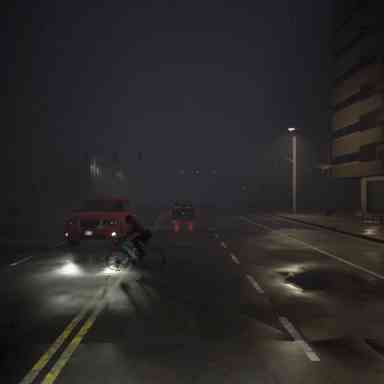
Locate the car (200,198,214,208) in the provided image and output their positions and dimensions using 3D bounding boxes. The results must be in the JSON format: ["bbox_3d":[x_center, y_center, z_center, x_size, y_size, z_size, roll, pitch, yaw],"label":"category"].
[{"bbox_3d":[2.151,1.547,48.476,2.033,1.411,5.357,0,0,-3],"label":"car"}]

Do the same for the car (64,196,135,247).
[{"bbox_3d":[-4.025,1.222,15.507,2.150,2.045,5.566,0,0,-1],"label":"car"}]

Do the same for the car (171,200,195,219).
[{"bbox_3d":[-0.799,1.491,29.441,2.128,1.511,4.902,0,0,-3],"label":"car"}]

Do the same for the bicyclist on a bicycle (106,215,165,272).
[{"bbox_3d":[-1.598,1.455,9.337,1.656,1.620,0.582,-2,0,-2],"label":"bicyclist on a bicycle"}]

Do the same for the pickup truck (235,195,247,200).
[{"bbox_3d":[13.861,1.058,90.876,2.390,2.098,6.274,0,0,29],"label":"pickup truck"}]
